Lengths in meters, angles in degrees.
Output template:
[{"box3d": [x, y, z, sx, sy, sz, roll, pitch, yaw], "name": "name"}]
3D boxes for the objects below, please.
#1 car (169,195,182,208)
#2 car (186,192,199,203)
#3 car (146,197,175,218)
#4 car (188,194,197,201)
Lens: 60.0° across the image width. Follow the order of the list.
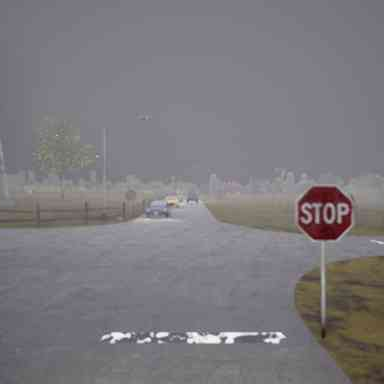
[{"box3d": [-2.770, 1.331, 44.648, 1.882, 1.535, 5.008, 0, 0, 0], "name": "car"}, {"box3d": [0.089, 1.034, 61.359, 2.150, 2.045, 5.566, 0, 0, 0], "name": "car"}, {"box3d": [-2.849, 1.427, 29.315, 1.812, 1.442, 4.674, 0, 1, 2], "name": "car"}, {"box3d": [0.103, 1.177, 71.755, 1.994, 1.385, 4.181, 0, 0, 0], "name": "car"}]
